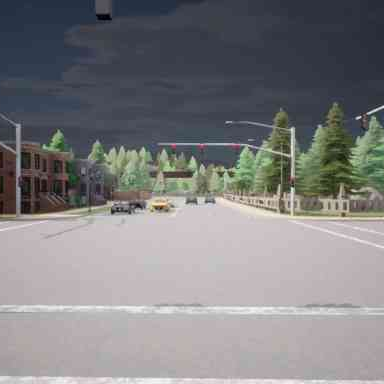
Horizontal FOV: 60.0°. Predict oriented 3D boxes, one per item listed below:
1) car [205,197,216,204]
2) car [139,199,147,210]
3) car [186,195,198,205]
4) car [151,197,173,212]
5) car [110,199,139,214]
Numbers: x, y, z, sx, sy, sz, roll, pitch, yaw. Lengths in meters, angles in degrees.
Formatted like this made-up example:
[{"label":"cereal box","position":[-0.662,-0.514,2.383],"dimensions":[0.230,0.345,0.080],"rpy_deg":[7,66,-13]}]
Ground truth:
[{"label":"car","position":[3.531,1.564,65.129],"dimensions":[1.994,1.385,4.181],"rpy_deg":[0,0,0]},{"label":"car","position":[-7.133,1.601,43.531],"dimensions":[1.895,1.301,4.718],"rpy_deg":[0,0,0]},{"label":"car","position":[-0.064,1.352,60.148],"dimensions":[2.097,1.767,4.553],"rpy_deg":[0,0,0]},{"label":"car","position":[-3.635,1.478,38.754],"dimensions":[1.882,1.535,5.008],"rpy_deg":[0,0,0]},{"label":"car","position":[-7.135,1.564,34.778],"dimensions":[1.994,1.385,4.181],"rpy_deg":[0,0,0]}]
